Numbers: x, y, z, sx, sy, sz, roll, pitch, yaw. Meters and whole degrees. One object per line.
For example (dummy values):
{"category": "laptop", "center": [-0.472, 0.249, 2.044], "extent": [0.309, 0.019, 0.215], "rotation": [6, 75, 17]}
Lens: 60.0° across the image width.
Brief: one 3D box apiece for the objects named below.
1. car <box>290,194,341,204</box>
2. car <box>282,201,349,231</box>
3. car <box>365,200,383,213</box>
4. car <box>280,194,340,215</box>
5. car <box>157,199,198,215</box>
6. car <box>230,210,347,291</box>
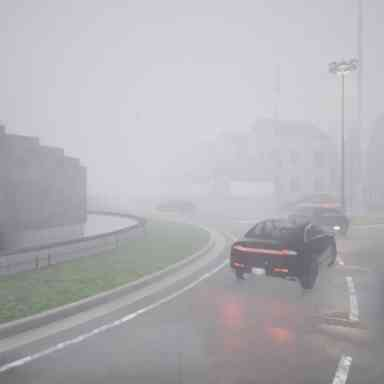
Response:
{"category": "car", "center": [11.908, 1.348, 31.124], "extent": [4.553, 1.767, 2.097], "rotation": [0, 0, -10]}
{"category": "car", "center": [6.937, 1.504, 18.755], "extent": [1.837, 1.490, 4.892], "rotation": [0, 0, -4]}
{"category": "car", "center": [21.802, 1.596, 37.322], "extent": [4.718, 1.301, 1.895], "rotation": [0, 0, -21]}
{"category": "car", "center": [12.248, 1.217, 34.659], "extent": [5.566, 2.045, 2.150], "rotation": [0, 0, -11]}
{"category": "car", "center": [-1.567, 1.488, 34.227], "extent": [4.902, 1.511, 2.128], "rotation": [0, 0, 41]}
{"category": "car", "center": [2.714, 1.490, 9.194], "extent": [2.128, 1.511, 4.902], "rotation": [0, 0, 32]}
